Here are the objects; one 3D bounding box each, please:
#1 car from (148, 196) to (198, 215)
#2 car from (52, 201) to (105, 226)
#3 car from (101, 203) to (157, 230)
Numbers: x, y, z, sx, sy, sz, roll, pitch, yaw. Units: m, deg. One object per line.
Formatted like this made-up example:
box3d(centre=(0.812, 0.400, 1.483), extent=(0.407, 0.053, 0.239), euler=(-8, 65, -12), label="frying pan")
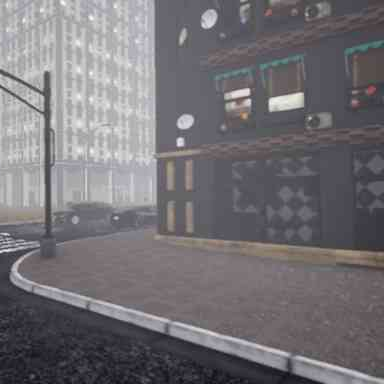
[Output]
box3d(centre=(-1.666, 1.234, 31.449), extent=(2.128, 1.511, 4.902), euler=(-1, 0, 35), label="car")
box3d(centre=(-7.448, 1.417, 23.251), extent=(1.837, 1.490, 4.892), euler=(-1, 0, 35), label="car")
box3d(centre=(-2.886, 1.404, 19.652), extent=(1.947, 1.339, 4.313), euler=(0, 1, 35), label="car")
